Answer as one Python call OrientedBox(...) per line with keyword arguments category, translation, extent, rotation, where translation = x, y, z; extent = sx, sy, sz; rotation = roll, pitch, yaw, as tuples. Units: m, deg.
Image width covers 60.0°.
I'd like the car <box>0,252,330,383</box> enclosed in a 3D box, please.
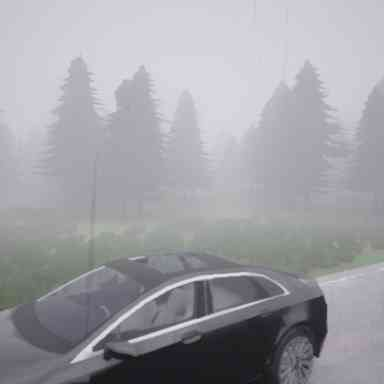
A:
OrientedBox(category="car", translation=(-0.479, 1.511, 3.651), extent=(4.902, 1.511, 2.128), rotation=(1, -1, -36))
